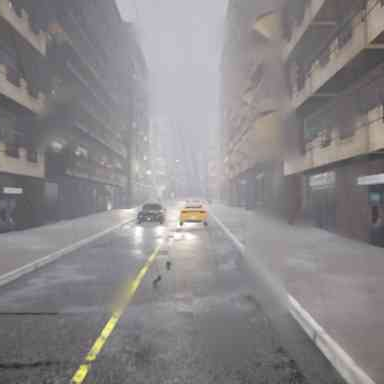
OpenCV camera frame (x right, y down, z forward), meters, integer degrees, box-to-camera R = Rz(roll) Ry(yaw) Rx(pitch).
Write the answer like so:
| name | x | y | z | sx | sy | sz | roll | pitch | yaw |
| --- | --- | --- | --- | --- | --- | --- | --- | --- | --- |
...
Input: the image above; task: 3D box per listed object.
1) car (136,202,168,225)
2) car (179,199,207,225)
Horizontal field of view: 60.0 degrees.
| name | x | y | z | sx | sy | sz | roll | pitch | yaw |
| --- | --- | --- | --- | --- | --- | --- | --- | --- | --- |
| car | -2.851 | 1.530 | 24.282 | 1.837 | 1.490 | 4.892 | 0 | 0 | 0 |
| car | 0.098 | 1.503 | 24.195 | 1.882 | 1.535 | 5.008 | 0 | 0 | 0 |
